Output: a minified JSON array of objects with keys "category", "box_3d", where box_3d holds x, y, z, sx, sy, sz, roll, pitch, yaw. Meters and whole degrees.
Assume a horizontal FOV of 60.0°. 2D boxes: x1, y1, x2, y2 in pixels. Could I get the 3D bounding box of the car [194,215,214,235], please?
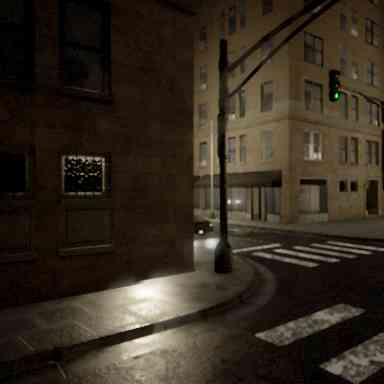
[{"category":"car","box_3d":[-1.110,1.499,17.902,2.033,1.411,5.357,0,0,-36]}]
